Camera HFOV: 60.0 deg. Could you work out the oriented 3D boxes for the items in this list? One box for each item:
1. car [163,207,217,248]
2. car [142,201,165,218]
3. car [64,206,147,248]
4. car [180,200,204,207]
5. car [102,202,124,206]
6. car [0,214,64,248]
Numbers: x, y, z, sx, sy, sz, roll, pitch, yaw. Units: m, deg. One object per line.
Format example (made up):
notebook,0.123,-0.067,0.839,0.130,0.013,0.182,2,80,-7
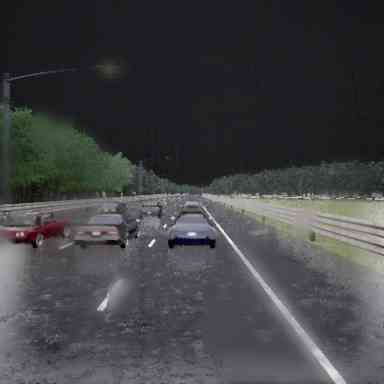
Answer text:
car,0.000,1.570,14.650,1.994,1.385,4.181,0,0,0
car,-3.500,1.498,29.650,2.128,1.511,4.902,0,0,0
car,-3.499,1.561,14.650,2.033,1.411,5.357,0,0,0
car,0.000,1.519,29.650,1.837,1.490,4.892,0,0,0
car,-7.000,1.566,29.650,2.033,1.411,5.357,0,0,0
car,-7.000,1.614,14.679,1.895,1.301,4.718,0,0,0
